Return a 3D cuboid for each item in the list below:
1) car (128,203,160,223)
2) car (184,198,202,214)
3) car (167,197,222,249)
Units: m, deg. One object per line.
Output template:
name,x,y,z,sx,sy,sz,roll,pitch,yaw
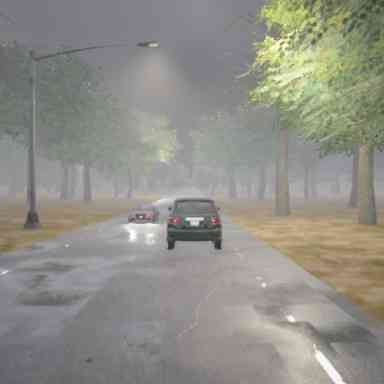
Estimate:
car,-3.607,1.563,25.402,1.994,1.385,4.181,0,0,0
car,0.083,1.470,36.249,1.812,1.442,4.674,0,0,0
car,0.093,1.230,14.737,2.150,2.045,5.566,0,0,0
